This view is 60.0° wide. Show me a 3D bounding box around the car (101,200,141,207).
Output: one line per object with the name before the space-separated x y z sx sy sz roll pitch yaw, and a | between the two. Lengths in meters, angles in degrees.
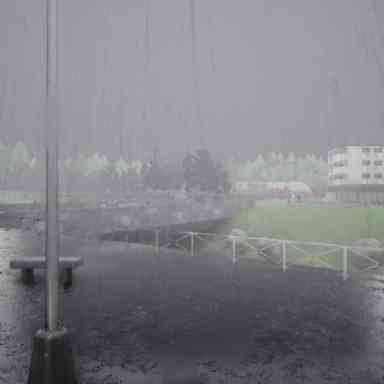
car | -8.145 1.596 38.885 1.895 1.301 4.718 0 0 36
